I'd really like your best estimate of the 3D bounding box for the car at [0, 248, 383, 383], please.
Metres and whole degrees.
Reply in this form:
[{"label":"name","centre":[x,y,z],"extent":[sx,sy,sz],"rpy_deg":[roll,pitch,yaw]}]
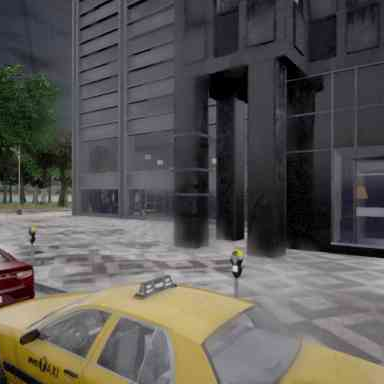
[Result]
[{"label":"car","centre":[-0.558,1.525,3.361],"extent":[4.829,1.417,1.752],"rpy_deg":[0,0,36]}]
